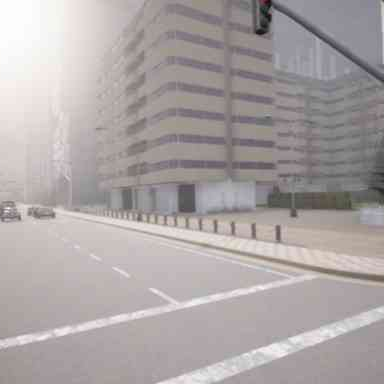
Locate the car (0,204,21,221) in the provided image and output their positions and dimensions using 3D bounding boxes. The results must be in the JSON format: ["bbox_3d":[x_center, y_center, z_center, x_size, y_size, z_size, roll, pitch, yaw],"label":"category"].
[{"bbox_3d":[-19.828,2.393,36.504,2.033,1.411,5.357,-1,-1,-30],"label":"car"}]

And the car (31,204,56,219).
[{"bbox_3d":[-17.429,2.365,39.345,1.994,1.385,4.181,-1,-1,-30],"label":"car"}]

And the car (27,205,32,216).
[{"bbox_3d":[-22.062,2.470,47.054,1.882,1.535,5.008,-1,-1,-31],"label":"car"}]

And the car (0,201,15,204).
[{"bbox_3d":[-25.095,2.285,45.297,2.150,2.045,5.566,-1,-1,-31],"label":"car"}]
